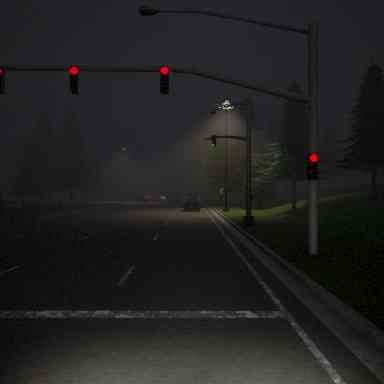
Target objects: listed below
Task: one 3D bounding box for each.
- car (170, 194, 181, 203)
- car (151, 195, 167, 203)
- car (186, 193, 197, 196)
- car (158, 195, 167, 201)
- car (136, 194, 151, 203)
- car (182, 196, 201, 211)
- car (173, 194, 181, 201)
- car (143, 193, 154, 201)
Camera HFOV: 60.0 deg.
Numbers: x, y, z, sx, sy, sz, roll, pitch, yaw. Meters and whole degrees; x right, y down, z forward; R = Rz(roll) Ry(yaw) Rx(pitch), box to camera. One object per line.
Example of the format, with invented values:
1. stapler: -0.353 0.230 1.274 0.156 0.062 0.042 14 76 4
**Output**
1. car: -3.593 1.545 70.779 1.994 1.385 4.181 0 0 0
2. car: -7.093 1.587 70.804 1.895 1.301 4.718 0 0 0
3. car: -0.092 1.217 70.397 2.150 2.045 5.566 0 0 0
4. car: -7.106 1.356 80.778 1.812 1.442 4.674 0 0 0
5. car: -10.592 1.531 70.353 2.033 1.411 5.357 0 0 0
6. car: -0.052 1.526 39.754 1.812 1.442 4.674 0 0 0
7. car: -3.606 1.310 80.782 1.882 1.535 5.008 0 0 0
8. car: -10.606 1.187 80.743 2.097 1.767 4.553 0 0 0
